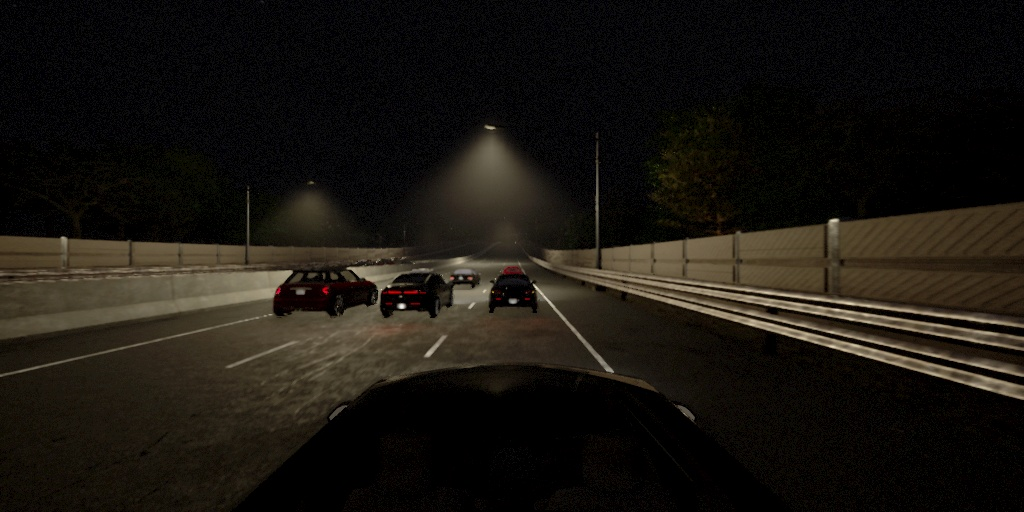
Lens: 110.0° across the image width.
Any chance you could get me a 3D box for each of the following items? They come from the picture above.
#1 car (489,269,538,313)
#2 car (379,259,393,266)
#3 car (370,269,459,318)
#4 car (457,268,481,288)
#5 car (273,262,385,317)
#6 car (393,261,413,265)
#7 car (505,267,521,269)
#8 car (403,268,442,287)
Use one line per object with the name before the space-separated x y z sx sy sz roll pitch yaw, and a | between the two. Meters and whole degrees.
car | 0.052 1.428 14.850 1.812 1.442 4.674 0 0 0
car | -21.031 1.371 59.117 2.097 1.767 4.553 0 1 1
car | -3.454 1.392 13.718 1.837 1.490 4.892 0 -1 0
car | -3.468 1.587 26.939 2.033 1.411 5.357 0 -1 1
car | -6.952 1.244 13.952 2.097 1.767 4.553 0 -1 1
car | -17.537 1.583 59.108 1.994 1.385 4.181 0 1 1
car | 0.059 1.594 29.841 1.812 1.442 4.674 0 0 1
car | -6.954 1.656 28.480 1.895 1.301 4.718 0 -1 0
